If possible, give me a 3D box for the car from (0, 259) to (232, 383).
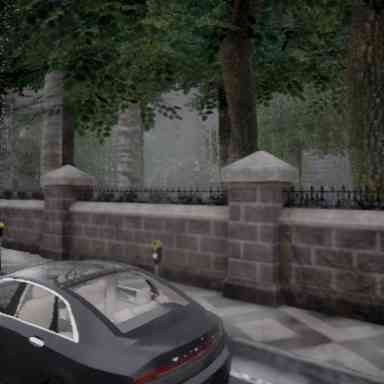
[{"bbox_3d":[-1.642,1.541,4.134,4.403,1.369,2.008,0,0,36],"label":"car"}]
